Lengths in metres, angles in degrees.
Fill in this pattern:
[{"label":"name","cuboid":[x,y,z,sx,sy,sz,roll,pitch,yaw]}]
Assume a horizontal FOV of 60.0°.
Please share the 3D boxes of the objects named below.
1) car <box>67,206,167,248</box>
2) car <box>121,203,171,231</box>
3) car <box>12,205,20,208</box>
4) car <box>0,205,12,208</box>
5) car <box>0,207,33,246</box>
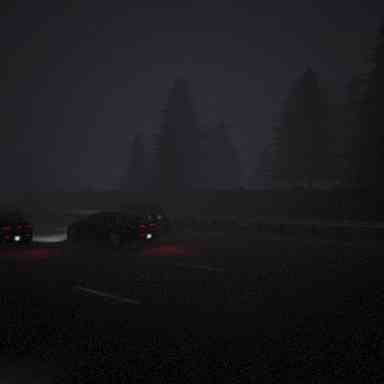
[{"label":"car","cuboid":[-3.743,1.578,15.220,4.892,1.490,1.837,0,0,36]},{"label":"car","cuboid":[-3.493,1.439,19.353,4.553,1.767,2.097,0,0,36]},{"label":"car","cuboid":[-15.765,1.779,28.103,4.718,1.301,1.895,0,0,36]},{"label":"car","cuboid":[-15.195,1.706,23.373,5.357,1.411,2.033,0,0,36]},{"label":"car","cuboid":[-8.910,1.600,14.626,4.892,1.490,1.837,-1,0,36]}]
